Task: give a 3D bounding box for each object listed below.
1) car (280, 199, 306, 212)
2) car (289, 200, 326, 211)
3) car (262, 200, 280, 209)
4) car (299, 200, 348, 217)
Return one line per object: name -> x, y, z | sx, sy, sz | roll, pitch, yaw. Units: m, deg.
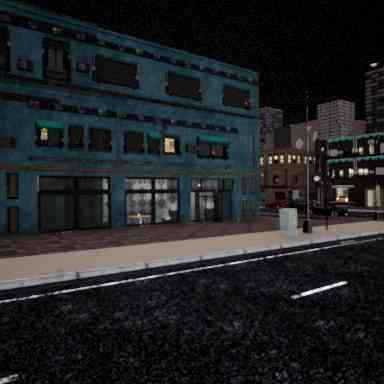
car -> 13.140, 1.610, 38.916 | 2.097, 1.767, 4.553 | -1, 0, -35
car -> 15.643, 1.791, 45.387 | 2.008, 1.369, 4.403 | -2, 0, -35
car -> 12.443, 1.885, 49.904 | 1.802, 1.307, 4.206 | -2, 0, -35
car -> 13.531, 1.799, 33.664 | 1.947, 1.339, 4.313 | -2, 0, -35
